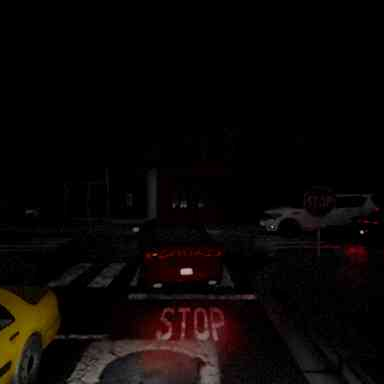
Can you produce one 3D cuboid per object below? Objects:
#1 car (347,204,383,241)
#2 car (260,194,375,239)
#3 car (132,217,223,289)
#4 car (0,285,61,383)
[{"bbox_3d":[9.266,1.330,13.451,4.892,1.490,1.837,-1,-1,0],"label":"car"},{"bbox_3d":[6.229,1.140,16.406,5.566,2.045,2.150,-2,-1,0],"label":"car"},{"bbox_3d":[-0.590,1.440,9.287,1.882,1.535,5.008,0,1,-11],"label":"car"},{"bbox_3d":[-2.619,1.522,2.587,1.752,1.417,4.829,1,0,0],"label":"car"}]
